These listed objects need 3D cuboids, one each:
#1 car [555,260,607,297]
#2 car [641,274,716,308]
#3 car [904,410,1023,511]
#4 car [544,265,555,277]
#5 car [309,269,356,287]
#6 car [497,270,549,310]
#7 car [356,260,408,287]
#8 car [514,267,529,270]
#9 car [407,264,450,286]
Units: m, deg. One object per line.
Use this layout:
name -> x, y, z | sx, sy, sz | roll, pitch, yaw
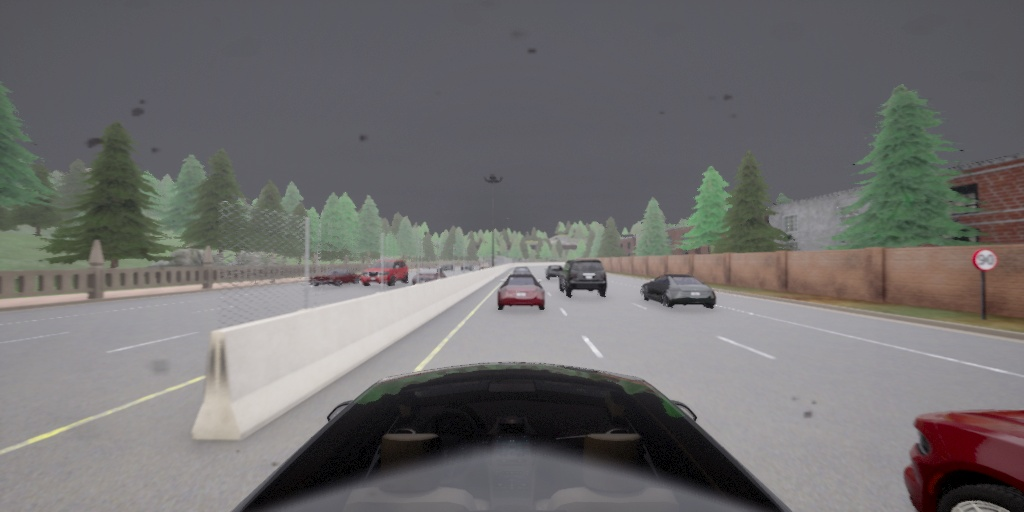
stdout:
car -> 4.061, 1.234, 21.181 | 2.150, 2.045, 5.566 | 0, -1, 2
car -> 7.426, 1.519, 16.404 | 1.994, 1.385, 4.181 | 0, -1, 2
car -> 3.605, 1.214, 0.329 | 1.882, 1.535, 5.008 | 0, -1, 0
car -> 4.555, 1.746, 38.364 | 1.837, 1.490, 4.892 | 0, -1, 2
car -> -13.458, 1.675, 27.686 | 1.895, 1.301, 4.718 | 0, -1, 2
car -> 0.412, 1.503, 15.993 | 1.994, 1.385, 4.181 | 0, -1, 2
car -> -9.930, 1.312, 28.601 | 2.150, 2.045, 5.566 | 0, -1, 2
car -> 0.918, 1.721, 33.639 | 2.033, 1.411, 5.357 | 0, -1, 2
car -> -6.439, 1.617, 28.258 | 1.812, 1.442, 4.674 | 0, -1, 2
